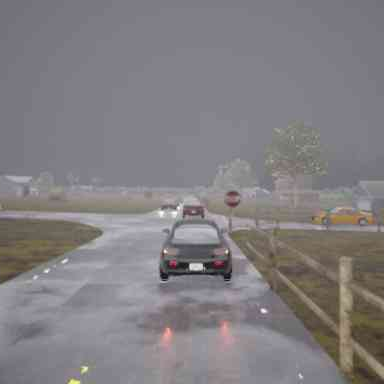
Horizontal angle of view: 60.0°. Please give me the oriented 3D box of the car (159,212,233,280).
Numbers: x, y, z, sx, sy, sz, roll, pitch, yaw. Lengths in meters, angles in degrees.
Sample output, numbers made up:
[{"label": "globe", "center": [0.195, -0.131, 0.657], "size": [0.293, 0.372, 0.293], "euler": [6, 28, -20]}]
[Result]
[{"label": "car", "center": [0.099, 1.526, 9.811], "size": [1.812, 1.442, 4.674], "euler": [0, 0, 0]}]

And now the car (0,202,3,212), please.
[{"label": "car", "center": [-17.019, 0.896, 25.320], "size": [4.902, 1.511, 2.128], "euler": [2, 0, 0]}]

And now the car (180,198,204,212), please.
[{"label": "car", "center": [0.125, 1.520, 31.388], "size": [1.882, 1.535, 5.008], "euler": [1, 1, 0]}]

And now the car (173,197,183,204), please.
[{"label": "car", "center": [-2.766, 1.624, 66.807], "size": [1.994, 1.385, 4.181], "euler": [0, 0, 0]}]

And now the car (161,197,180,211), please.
[{"label": "car", "center": [-2.831, 1.504, 41.949], "size": [1.882, 1.535, 5.008], "euler": [0, 0, -1]}]

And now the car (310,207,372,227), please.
[{"label": "car", "center": [12.609, 2.030, 28.266], "size": [5.008, 1.535, 1.882], "euler": [2, 0, -2]}]
